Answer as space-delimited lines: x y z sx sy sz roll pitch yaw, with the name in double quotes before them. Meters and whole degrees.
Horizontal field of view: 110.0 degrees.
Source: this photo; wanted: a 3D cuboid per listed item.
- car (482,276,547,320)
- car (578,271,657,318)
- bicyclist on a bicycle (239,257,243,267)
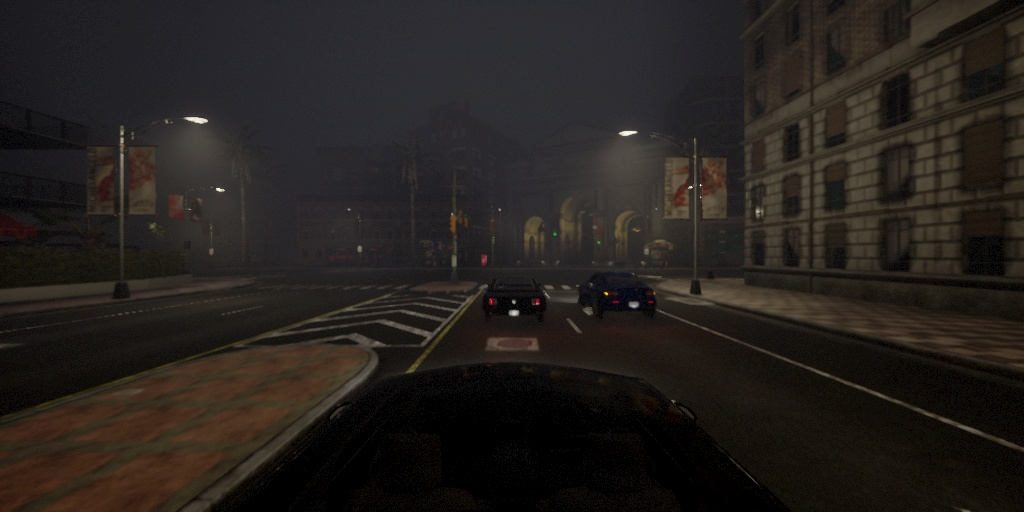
"car" 0.074 1.324 12.402 1.895 1.301 4.718 0 0 0
"car" 3.577 1.248 12.786 1.812 1.442 4.674 0 0 0
"bicyclist on a bicycle" -38.388 0.924 51.103 0.582 1.620 1.656 0 0 0
